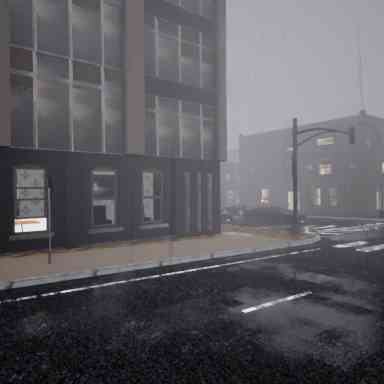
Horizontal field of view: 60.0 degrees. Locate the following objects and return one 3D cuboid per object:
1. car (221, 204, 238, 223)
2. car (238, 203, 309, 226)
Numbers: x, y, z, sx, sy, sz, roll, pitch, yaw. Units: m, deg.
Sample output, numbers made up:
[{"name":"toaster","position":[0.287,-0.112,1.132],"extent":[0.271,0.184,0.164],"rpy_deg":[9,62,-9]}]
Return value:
[{"name":"car","position":[1.619,1.935,28.506],"extent":[1.947,1.339,4.313],"rpy_deg":[-2,0,-37]},{"name":"car","position":[6.500,1.819,26.517],"extent":[2.033,1.411,5.357],"rpy_deg":[-1,0,-36]}]
